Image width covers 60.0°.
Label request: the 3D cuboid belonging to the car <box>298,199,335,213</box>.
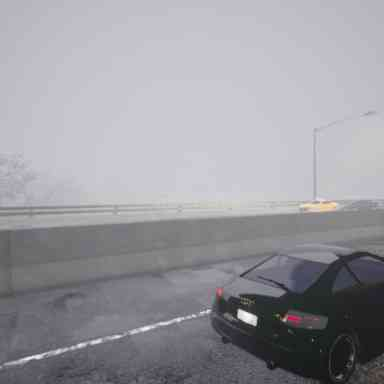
[{"bbox_3d":[13.151,1.508,34.508,5.008,1.535,1.882,0,0,-34],"label":"car"}]

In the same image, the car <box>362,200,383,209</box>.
[{"bbox_3d":[17.474,1.581,28.992,5.357,1.411,2.033,0,0,-34],"label":"car"}]

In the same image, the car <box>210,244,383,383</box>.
[{"bbox_3d":[2.337,1.563,5.393,4.181,1.385,1.994,0,0,-35],"label":"car"}]

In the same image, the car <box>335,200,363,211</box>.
[{"bbox_3d":[16.492,1.540,32.554,4.892,1.490,1.837,0,0,-34],"label":"car"}]
